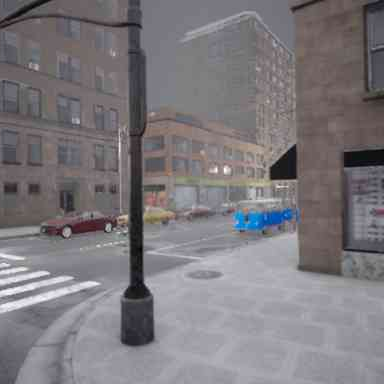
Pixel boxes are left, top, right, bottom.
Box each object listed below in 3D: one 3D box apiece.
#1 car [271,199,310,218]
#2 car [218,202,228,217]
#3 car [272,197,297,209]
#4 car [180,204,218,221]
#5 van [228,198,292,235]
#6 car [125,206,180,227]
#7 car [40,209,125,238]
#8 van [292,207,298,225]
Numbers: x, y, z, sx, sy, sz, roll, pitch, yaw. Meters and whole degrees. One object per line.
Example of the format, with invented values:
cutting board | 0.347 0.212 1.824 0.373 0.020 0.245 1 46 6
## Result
car | 8.994 1.441 30.171 1.837 1.490 4.892 -1 0 36
car | 3.285 1.629 32.236 1.802 1.307 4.206 -1 0 36
car | 12.761 1.467 45.510 1.752 1.417 4.829 -1 0 36
car | 0.094 1.666 27.766 1.802 1.307 4.206 -1 0 36
van | 3.856 1.301 18.358 1.690 1.788 3.998 -1 0 36
car | -3.198 1.647 23.157 1.752 1.417 4.829 -1 0 36
car | -6.291 1.702 18.826 1.887 1.381 4.507 -1 0 36
van | 7.047 1.264 22.828 1.690 1.788 3.998 -1 0 36
